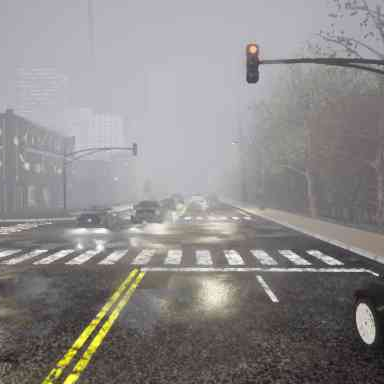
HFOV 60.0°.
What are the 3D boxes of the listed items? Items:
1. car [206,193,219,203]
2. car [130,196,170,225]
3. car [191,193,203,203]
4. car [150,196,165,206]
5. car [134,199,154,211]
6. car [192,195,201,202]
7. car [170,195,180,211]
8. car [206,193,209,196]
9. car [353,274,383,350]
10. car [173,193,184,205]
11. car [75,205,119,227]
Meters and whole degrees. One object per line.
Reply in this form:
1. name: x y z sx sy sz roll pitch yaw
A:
1. car: 4.320 1.480 66.131 1.837 1.490 4.892 0 0 1
2. car: -3.003 1.345 23.642 2.097 1.767 4.553 0 0 1
3. car: 1.071 1.197 66.094 2.150 2.045 5.566 0 0 1
4. car: -5.766 1.458 56.020 1.882 1.535 5.008 0 0 1
5. car: -5.985 1.587 42.017 1.895 1.301 4.718 0 0 1
6. car: 1.124 1.509 76.718 2.033 1.411 5.357 0 0 1
7. car: -2.768 1.491 39.725 1.837 1.490 4.892 0 0 1
8. car: 4.373 1.195 76.594 2.150 2.045 5.566 0 0 1
9. car: 3.393 1.477 3.176 1.882 1.535 5.008 0 0 1
10. car: -2.493 1.200 57.613 2.150 2.045 5.566 0 0 1
11. car: -6.273 1.558 22.393 1.994 1.385 4.181 0 0 1
